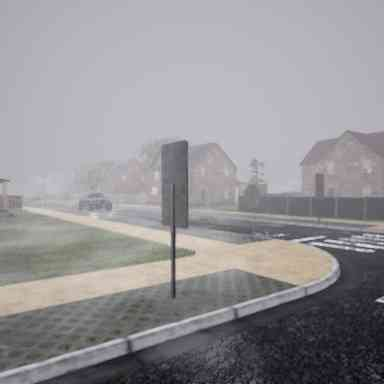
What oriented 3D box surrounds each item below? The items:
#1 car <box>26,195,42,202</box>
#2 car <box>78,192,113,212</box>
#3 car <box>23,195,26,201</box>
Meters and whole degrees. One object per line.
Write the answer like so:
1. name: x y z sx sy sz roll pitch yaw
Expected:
1. car: -34.435 1.332 73.276 2.128 1.511 4.902 0 0 -36
2. car: -10.375 1.010 35.290 2.150 2.045 5.566 0 0 -36
3. car: -40.458 1.480 81.570 2.128 1.511 4.902 0 0 -36
